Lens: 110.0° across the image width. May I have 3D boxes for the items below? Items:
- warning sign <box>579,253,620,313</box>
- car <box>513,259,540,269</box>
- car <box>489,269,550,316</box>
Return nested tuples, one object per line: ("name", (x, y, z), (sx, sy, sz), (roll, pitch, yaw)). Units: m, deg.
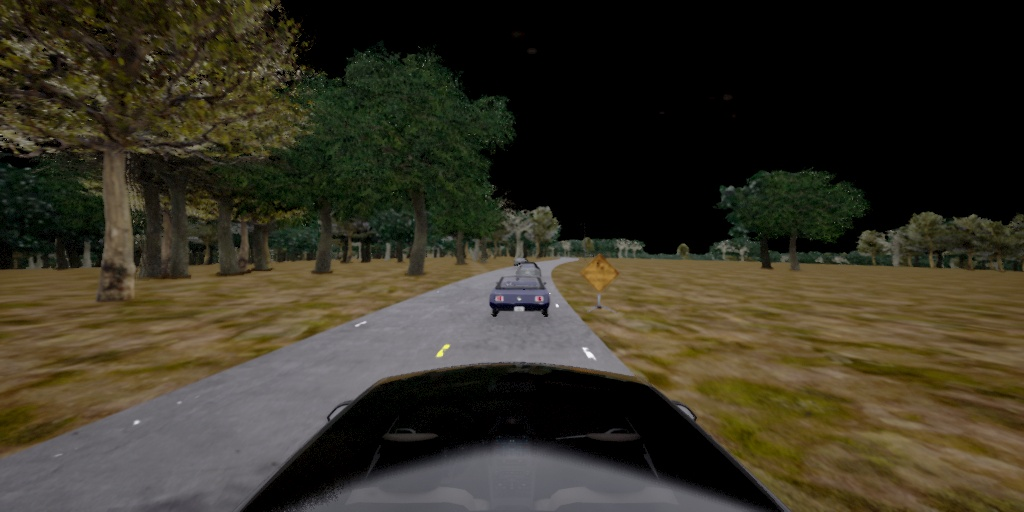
("warning sign", (2.830, 0.839, 11.689), (1.300, 1.860, 1.060), (0, 0, 2))
("car", (1.398, 1.208, 29.885), (1.994, 1.385, 4.181), (0, 0, 5))
("car", (0.327, 1.317, 13.084), (1.895, 1.301, 4.718), (0, 0, 3))
